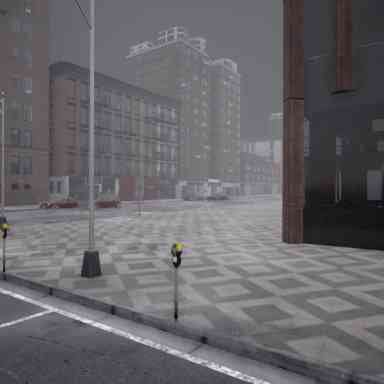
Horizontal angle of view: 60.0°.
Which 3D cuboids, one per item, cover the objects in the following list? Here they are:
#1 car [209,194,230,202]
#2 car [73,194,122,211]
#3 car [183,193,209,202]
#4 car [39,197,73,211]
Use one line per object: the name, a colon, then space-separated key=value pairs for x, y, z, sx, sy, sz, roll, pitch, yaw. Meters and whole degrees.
car: x=4.283 y=0.915 z=54.260 sx=1.895 sy=1.301 sz=4.718 roll=0 pitch=1 yaw=36
car: x=-9.657 y=0.989 z=35.000 sx=2.097 sy=1.767 sz=4.553 roll=0 pitch=1 yaw=36
car: x=0.309 y=0.892 z=54.343 sx=1.994 sy=1.385 sz=4.181 roll=0 pitch=1 yaw=36
car: x=-13.569 y=1.250 z=35.125 sx=1.895 sy=1.301 sz=4.718 roll=0 pitch=1 yaw=36
